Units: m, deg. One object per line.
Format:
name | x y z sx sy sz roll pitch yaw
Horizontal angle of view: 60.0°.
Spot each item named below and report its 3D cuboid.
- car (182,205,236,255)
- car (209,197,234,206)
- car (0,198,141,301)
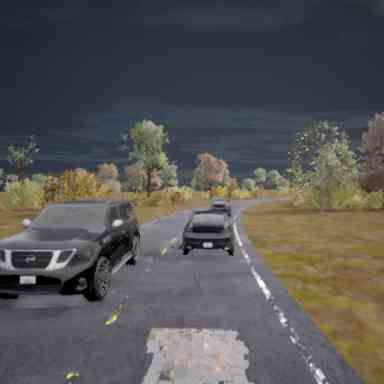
car | 0.683 1.498 13.402 1.837 1.490 4.892 0 0 4
car | 2.788 1.490 31.330 1.837 1.490 4.892 0 0 9
car | -2.807 1.211 8.681 2.150 2.045 5.566 0 0 3
